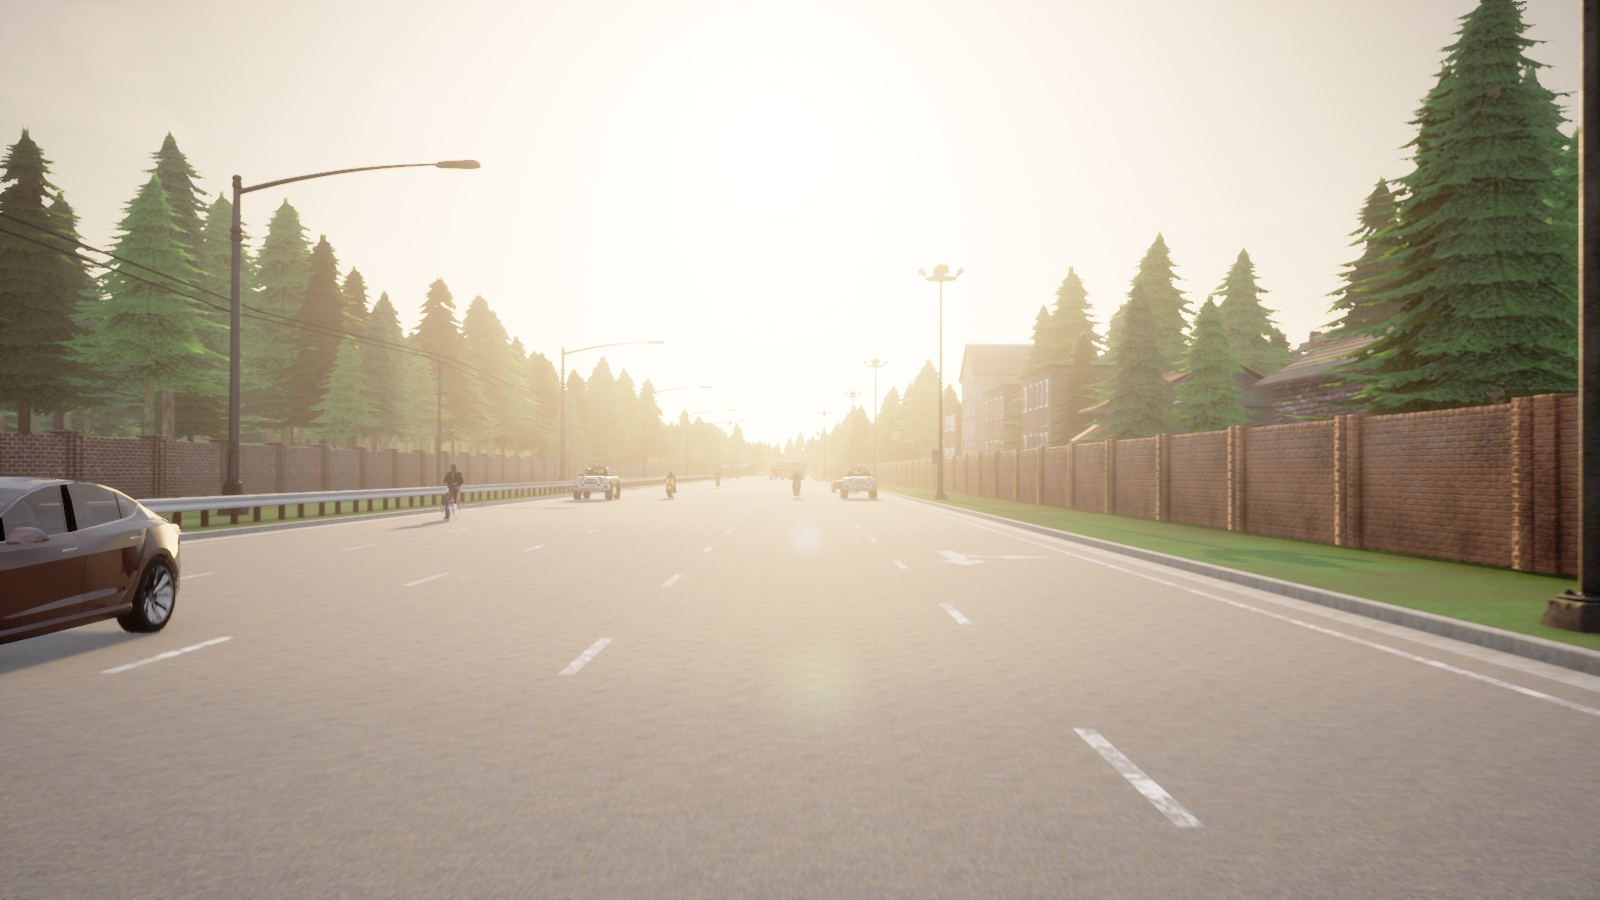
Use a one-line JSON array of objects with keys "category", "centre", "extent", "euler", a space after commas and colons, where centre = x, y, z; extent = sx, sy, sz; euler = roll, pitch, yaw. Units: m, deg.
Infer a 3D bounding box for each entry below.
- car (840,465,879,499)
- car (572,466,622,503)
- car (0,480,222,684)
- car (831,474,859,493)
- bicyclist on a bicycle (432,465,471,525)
[{"category": "car", "centre": [3.325, 1.805, 70.942], "extent": [1.932, 1.855, 4.605], "euler": [0, -1, 0]}, {"category": "car", "centre": [-10.664, 1.783, 66.267], "extent": [1.932, 1.855, 4.605], "euler": [0, -1, 0]}, {"category": "car", "centre": [-7.026, 1.019, 10.520], "extent": [2.163, 1.488, 4.792], "euler": [0, -1, 0]}, {"category": "car", "centre": [3.274, 2.443, 92.044], "extent": [1.895, 1.301, 4.718], "euler": [0, -1, 0]}, {"category": "bicyclist on a bicycle", "centre": [-10.578, 1.366, 38.129], "extent": [0.659, 1.776, 1.843], "euler": [0, -1, 0]}]
